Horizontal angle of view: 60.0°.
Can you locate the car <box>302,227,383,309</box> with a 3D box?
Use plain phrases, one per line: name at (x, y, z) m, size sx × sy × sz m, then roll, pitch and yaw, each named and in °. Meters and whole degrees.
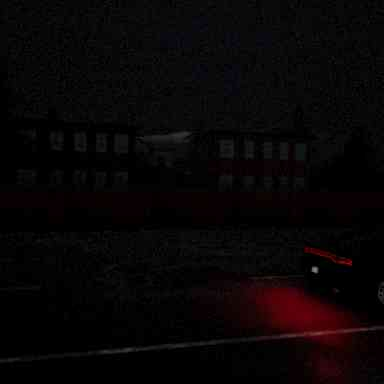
car at (5.098, 1.581, 7.782) m, size 5.008 × 1.535 × 1.882 m, roll 1°, pitch 0°, yaw -13°
